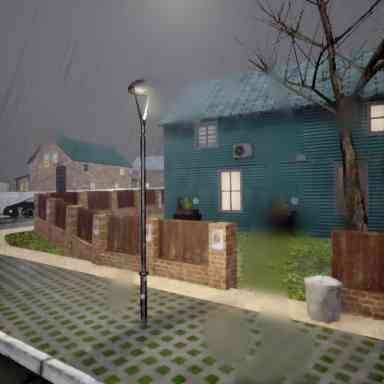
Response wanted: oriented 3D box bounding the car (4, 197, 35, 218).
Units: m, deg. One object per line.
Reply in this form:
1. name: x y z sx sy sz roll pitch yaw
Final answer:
1. car: -11.012 1.034 23.720 1.994 1.385 4.181 -1 1 29
